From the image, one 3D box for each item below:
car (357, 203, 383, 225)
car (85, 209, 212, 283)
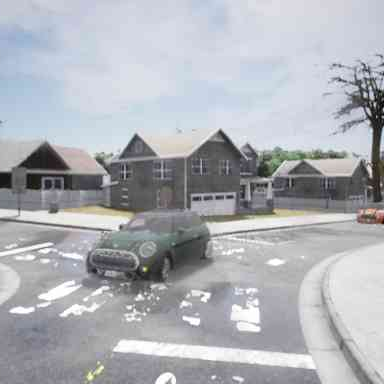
[{"bbox_3d":[15.743,1.745,28.120,4.553,1.767,2.097,1,0,-43],"label":"car"},{"bbox_3d":[-1.028,1.362,9.960,2.097,1.767,4.553,1,0,24],"label":"car"}]
